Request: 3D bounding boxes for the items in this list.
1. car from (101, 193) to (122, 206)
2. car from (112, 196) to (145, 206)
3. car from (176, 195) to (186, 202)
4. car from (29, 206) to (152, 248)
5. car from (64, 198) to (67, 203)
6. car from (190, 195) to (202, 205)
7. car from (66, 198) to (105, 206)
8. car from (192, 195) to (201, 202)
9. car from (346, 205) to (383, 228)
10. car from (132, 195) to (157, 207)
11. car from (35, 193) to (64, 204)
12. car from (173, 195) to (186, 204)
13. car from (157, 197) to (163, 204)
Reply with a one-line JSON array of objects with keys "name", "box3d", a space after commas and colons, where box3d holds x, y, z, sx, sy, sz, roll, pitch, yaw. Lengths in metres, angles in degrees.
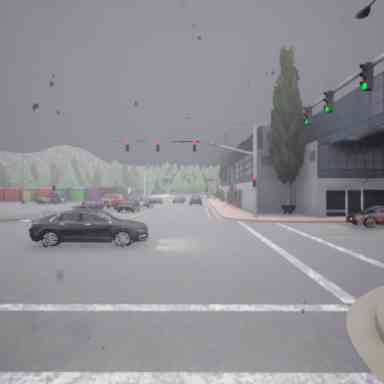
[{"name": "car", "box3d": [-10.432, 1.214, 43.421, 2.150, 2.045, 5.566, 0, 0, 2]}, {"name": "car", "box3d": [-7.079, 1.541, 37.553, 2.033, 1.411, 5.357, 0, 0, 1]}, {"name": "car", "box3d": [-2.435, 1.457, 75.039, 1.994, 1.385, 4.181, 0, 0, 2]}, {"name": "car", "box3d": [-4.294, 1.503, 14.195, 4.892, 1.490, 1.837, 0, 0, -2]}, {"name": "car", "box3d": [-24.762, 1.386, 60.285, 3.806, 1.475, 1.970, 0, 0, 0]}, {"name": "car", "box3d": [0.712, 1.343, 59.283, 2.097, 1.767, 4.553, 0, 0, 2]}, {"name": "car", "box3d": [-10.657, 1.595, 33.657, 1.895, 1.301, 4.718, 0, 0, 1]}, {"name": "car", "box3d": [1.054, 1.513, 74.608, 2.128, 1.511, 4.902, 0, 0, 2]}, {"name": "car", "box3d": [12.326, 1.560, 21.597, 4.181, 1.385, 1.994, 0, 0, 0]}, {"name": "car", "box3d": [-6.786, 1.484, 47.971, 2.128, 1.511, 4.902, 0, 0, 2]}, {"name": "car", "box3d": [-24.783, 1.147, 57.390, 3.866, 1.878, 1.905, 0, 0, 0]}, {"name": "car", "box3d": [-2.718, 1.553, 65.247, 1.994, 1.385, 4.181, 0, 0, 2]}, {"name": "car", "box3d": [-6.394, 1.554, 60.235, 1.994, 1.385, 4.181, 0, 0, 3]}]
